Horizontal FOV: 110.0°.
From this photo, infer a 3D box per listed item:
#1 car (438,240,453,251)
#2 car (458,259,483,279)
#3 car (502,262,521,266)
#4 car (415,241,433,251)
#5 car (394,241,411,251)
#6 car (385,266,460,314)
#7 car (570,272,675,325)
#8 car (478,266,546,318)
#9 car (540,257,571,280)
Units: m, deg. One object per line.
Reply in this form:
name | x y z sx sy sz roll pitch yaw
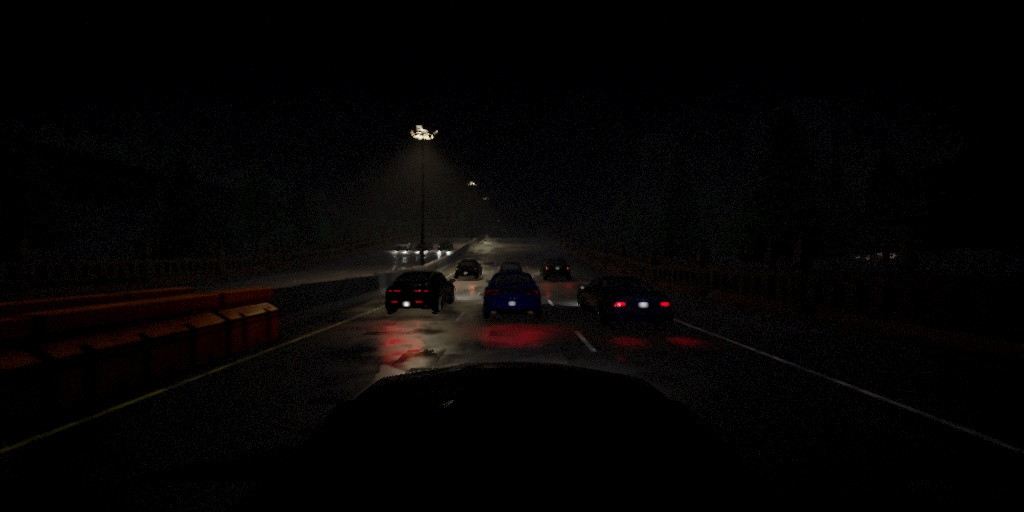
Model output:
car | -10.835 -1.771 58.644 1.837 1.490 4.892 0 6 0
car | -3.564 1.004 29.667 1.812 1.442 4.674 0 3 0
car | -0.077 1.157 26.855 2.033 1.411 5.357 0 2 0
car | -14.320 -1.729 58.640 2.033 1.411 5.357 0 6 0
car | -17.825 -1.752 58.628 1.812 1.442 4.674 0 6 0
car | -3.481 1.332 14.269 1.837 1.490 4.892 0 0 0
car | 3.508 1.362 12.069 2.033 1.411 5.357 0 0 0
car | 0.014 1.299 13.318 1.882 1.535 5.008 0 0 0
car | 3.434 0.863 29.054 2.097 1.767 4.553 0 3 0
